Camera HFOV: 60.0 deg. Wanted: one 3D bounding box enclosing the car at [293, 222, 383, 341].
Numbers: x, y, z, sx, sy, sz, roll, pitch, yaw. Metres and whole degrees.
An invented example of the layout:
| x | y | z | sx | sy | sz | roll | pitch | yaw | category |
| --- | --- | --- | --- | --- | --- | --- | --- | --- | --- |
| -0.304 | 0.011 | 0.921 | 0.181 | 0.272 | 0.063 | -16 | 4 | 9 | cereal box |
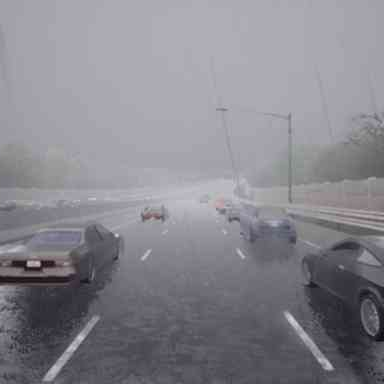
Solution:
| x | y | z | sx | sy | sz | roll | pitch | yaw | category |
| --- | --- | --- | --- | --- | --- | --- | --- | --- | --- |
| 3.630 | 1.557 | 6.423 | 1.812 | 1.442 | 4.674 | 0 | 0 | 0 | car |

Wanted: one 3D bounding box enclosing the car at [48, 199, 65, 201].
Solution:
| x | y | z | sx | sy | sz | roll | pitch | yaw | category |
| --- | --- | --- | --- | --- | --- | --- | --- | --- | --- |
| -16.840 | 1.635 | 40.829 | 2.097 | 1.767 | 4.553 | 0 | 0 | 2 | car |

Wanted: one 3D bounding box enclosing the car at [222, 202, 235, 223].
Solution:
| x | y | z | sx | sy | sz | roll | pitch | yaw | category |
| --- | --- | --- | --- | --- | --- | --- | --- | --- | --- |
| 3.844 | 1.751 | 27.587 | 1.994 | 1.385 | 4.181 | 0 | -1 | 1 | car |

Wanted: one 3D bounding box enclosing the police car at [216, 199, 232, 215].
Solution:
| x | y | z | sx | sy | sz | roll | pitch | yaw | category |
| --- | --- | --- | --- | --- | --- | --- | --- | --- | --- |
| 4.160 | 1.805 | 38.480 | 2.038 | 1.542 | 4.974 | 0 | -1 | 2 | police car |

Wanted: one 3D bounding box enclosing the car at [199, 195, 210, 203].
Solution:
| x | y | z | sx | sy | sz | roll | pitch | yaw | category |
| --- | --- | --- | --- | --- | --- | --- | --- | --- | --- |
| 2.814 | 1.998 | 80.723 | 1.994 | 1.385 | 4.181 | 0 | 0 | 4 | car |

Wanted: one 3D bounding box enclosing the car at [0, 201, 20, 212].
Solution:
| x | y | z | sx | sy | sz | roll | pitch | yaw | category |
| --- | --- | --- | --- | --- | --- | --- | --- | --- | --- |
| -20.513 | 1.721 | 35.861 | 2.128 | 1.511 | 4.902 | 0 | -1 | 2 | car |

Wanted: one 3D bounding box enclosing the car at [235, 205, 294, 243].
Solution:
| x | y | z | sx | sy | sz | roll | pitch | yaw | category |
| --- | --- | --- | --- | --- | --- | --- | --- | --- | --- |
| 3.630 | 1.448 | 16.664 | 2.097 | 1.767 | 4.553 | 0 | 0 | 1 | car |

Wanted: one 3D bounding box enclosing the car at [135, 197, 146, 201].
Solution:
| x | y | z | sx | sy | sz | roll | pitch | yaw | category |
| --- | --- | --- | --- | --- | --- | --- | --- | --- | --- |
| -11.565 | 1.942 | 75.218 | 1.882 | 1.535 | 5.008 | 0 | 0 | 4 | car |

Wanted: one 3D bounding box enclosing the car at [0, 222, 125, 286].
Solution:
| x | y | z | sx | sy | sz | roll | pitch | yaw | category |
| --- | --- | --- | --- | --- | --- | --- | --- | --- | --- |
| -3.348 | 1.591 | 9.590 | 2.033 | 1.411 | 5.357 | 0 | 0 | 1 | car |

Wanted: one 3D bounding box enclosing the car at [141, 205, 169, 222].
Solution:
| x | y | z | sx | sy | sz | roll | pitch | yaw | category |
| --- | --- | --- | --- | --- | --- | --- | --- | --- | --- |
| -3.032 | 1.784 | 28.210 | 1.895 | 1.301 | 4.718 | 0 | -1 | 1 | car |

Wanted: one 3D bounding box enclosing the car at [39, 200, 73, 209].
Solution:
| x | y | z | sx | sy | sz | roll | pitch | yaw | category |
| --- | --- | --- | --- | --- | --- | --- | --- | --- | --- |
| -13.562 | 1.827 | 34.383 | 1.895 | 1.301 | 4.718 | 0 | -1 | 2 | car |

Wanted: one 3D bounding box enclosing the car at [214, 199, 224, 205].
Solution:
| x | y | z | sx | sy | sz | roll | pitch | yaw | category |
| --- | --- | --- | --- | --- | --- | --- | --- | --- | --- |
| 5.712 | 2.113 | 71.147 | 1.895 | 1.301 | 4.718 | 0 | 0 | 4 | car |

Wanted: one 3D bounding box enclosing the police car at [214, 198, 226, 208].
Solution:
| x | y | z | sx | sy | sz | roll | pitch | yaw | category |
| --- | --- | --- | --- | --- | --- | --- | --- | --- | --- |
| 5.093 | 1.982 | 60.245 | 2.038 | 1.542 | 4.974 | 0 | 0 | 3 | police car |

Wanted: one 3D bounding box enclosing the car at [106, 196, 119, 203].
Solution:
| x | y | z | sx | sy | sz | roll | pitch | yaw | category |
| --- | --- | --- | --- | --- | --- | --- | --- | --- | --- |
| -18.442 | 1.809 | 77.366 | 2.097 | 1.767 | 4.553 | 0 | 0 | 4 | car |

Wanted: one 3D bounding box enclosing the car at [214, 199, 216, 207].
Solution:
| x | y | z | sx | sy | sz | roll | pitch | yaw | category |
| --- | --- | --- | --- | --- | --- | --- | --- | --- | --- |
| 4.574 | 1.758 | 49.336 | 2.097 | 1.767 | 4.553 | 0 | 0 | 2 | car |
